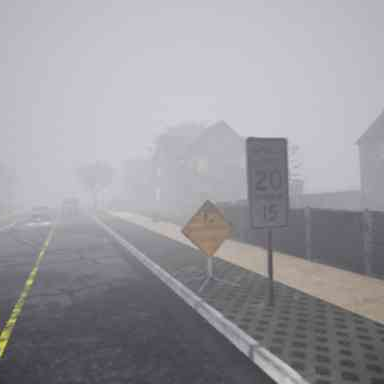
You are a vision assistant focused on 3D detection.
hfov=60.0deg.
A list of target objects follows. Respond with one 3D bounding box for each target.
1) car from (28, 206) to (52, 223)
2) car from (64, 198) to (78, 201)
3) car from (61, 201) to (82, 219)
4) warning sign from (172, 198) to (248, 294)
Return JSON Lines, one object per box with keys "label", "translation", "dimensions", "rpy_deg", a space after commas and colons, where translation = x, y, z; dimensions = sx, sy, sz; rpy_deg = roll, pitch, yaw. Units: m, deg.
{"label": "car", "translation": [-14.413, 2.037, 31.744], "dimensions": [2.033, 1.411, 5.357], "rpy_deg": [-2, 0, -20]}
{"label": "car", "translation": [-16.358, 1.807, 44.989], "dimensions": [2.150, 2.045, 5.566], "rpy_deg": [-2, 0, -20]}
{"label": "car", "translation": [-12.479, 1.967, 34.734], "dimensions": [2.033, 1.411, 5.357], "rpy_deg": [-2, 0, -20]}
{"label": "warning sign", "translation": [0.365, 1.090, 7.342], "dimensions": [1.300, 1.860, 1.060], "rpy_deg": [-2, 0, -20]}
